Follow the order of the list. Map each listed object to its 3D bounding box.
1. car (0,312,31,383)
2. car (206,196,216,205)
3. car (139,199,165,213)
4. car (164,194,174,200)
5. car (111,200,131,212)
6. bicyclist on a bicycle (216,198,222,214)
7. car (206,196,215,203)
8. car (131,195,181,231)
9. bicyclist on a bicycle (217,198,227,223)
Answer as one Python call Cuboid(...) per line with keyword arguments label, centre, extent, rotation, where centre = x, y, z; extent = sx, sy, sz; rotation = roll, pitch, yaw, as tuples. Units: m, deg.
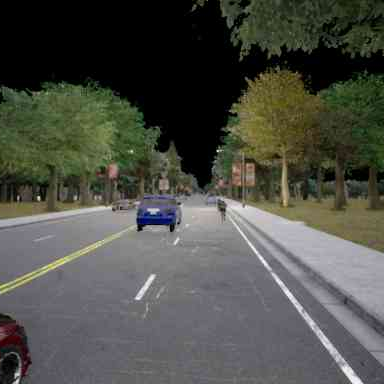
Cuboid(label="car", centre=(-2.929, 1.564, 2.171), extent=(1.994, 1.385, 4.181), rotation=(0, 0, 3))
Cuboid(label="car", centre=(3.473, 1.566, 60.790), extent=(2.033, 1.411, 5.357), rotation=(0, 0, 3))
Cuboid(label="car", centre=(-4.472, 1.543, 37.729), extent=(2.033, 1.411, 5.357), rotation=(0, 0, 3))
Cuboid(label="car", centre=(-5.434, 1.251, 78.567), extent=(1.994, 1.385, 4.181), rotation=(0, 0, 3))
Cuboid(label="car", centre=(-7.715, 1.559, 37.924), extent=(1.994, 1.385, 4.181), rotation=(0, 0, 3))
Cuboid(label="bicyclist on a bicycle", centre=(2.897, 1.449, 35.285), extent=(0.582, 1.620, 1.656), rotation=(0, 0, 3))
Cuboid(label="car", centre=(4.090, 1.595, 74.092), extent=(1.994, 1.385, 4.181), rotation=(0, 0, 3))
Cuboid(label="car", centre=(-1.939, 1.218, 20.618), extent=(2.150, 2.045, 5.566), rotation=(0, 0, 3))
Cuboid(label="bicyclist on a bicycle", centre=(2.338, 1.449, 24.881), extent=(0.582, 1.620, 1.656), rotation=(0, 0, 3))
